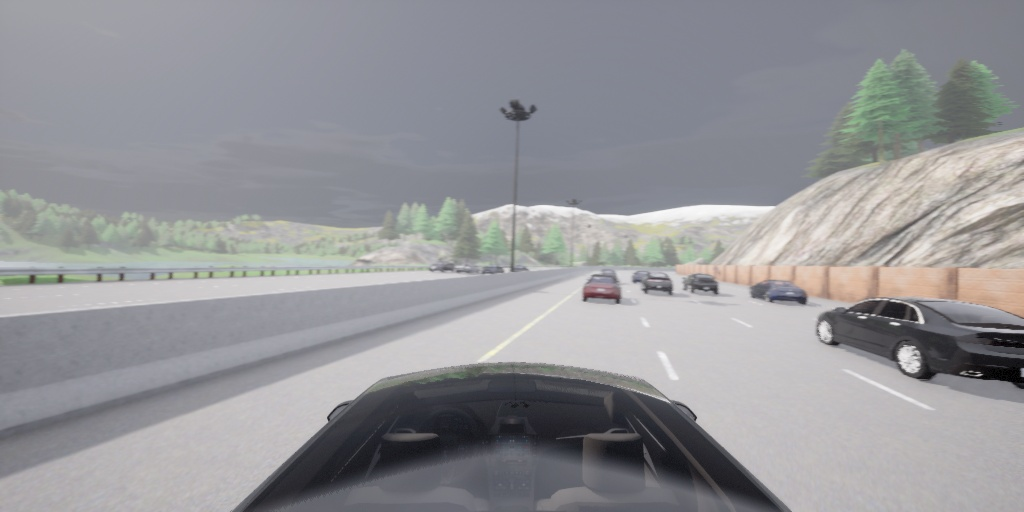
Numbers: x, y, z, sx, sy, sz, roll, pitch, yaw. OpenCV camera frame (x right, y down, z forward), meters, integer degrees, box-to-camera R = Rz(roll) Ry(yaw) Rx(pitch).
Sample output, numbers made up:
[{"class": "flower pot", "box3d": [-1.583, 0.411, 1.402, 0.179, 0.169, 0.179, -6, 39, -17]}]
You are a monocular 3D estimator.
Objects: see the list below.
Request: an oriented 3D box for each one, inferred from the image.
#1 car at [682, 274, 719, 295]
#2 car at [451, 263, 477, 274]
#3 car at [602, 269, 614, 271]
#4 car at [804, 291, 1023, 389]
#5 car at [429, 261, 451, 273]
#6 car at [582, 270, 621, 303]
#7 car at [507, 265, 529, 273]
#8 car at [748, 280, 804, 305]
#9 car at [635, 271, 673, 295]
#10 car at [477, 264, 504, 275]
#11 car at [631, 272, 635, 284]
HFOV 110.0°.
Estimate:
[{"class": "car", "box3d": [14.565, 2.107, 27.888, 1.837, 1.490, 4.892, 2, -1, 16]}, {"class": "car", "box3d": [-5.708, 1.641, 46.537, 1.895, 1.301, 4.718, 2, -1, 16]}, {"class": "car", "box3d": [10.081, 2.090, 37.710, 2.033, 1.411, 5.357, 2, -1, 16]}, {"class": "car", "box3d": [8.909, 1.666, 7.986, 1.837, 1.490, 4.892, 2, -1, 16]}, {"class": "car", "box3d": [-9.155, 1.409, 47.202, 2.128, 1.511, 4.902, 2, -1, 16]}, {"class": "car", "box3d": [5.032, 1.713, 19.943, 1.994, 1.385, 4.181, 2, -1, 16]}, {"class": "car", "box3d": [0.874, 1.829, 44.117, 1.994, 1.385, 4.181, 2, -1, 16]}, {"class": "car", "box3d": [16.750, 2.192, 22.784, 1.994, 1.385, 4.181, 2, -1, 16]}, {"class": "car", "box3d": [10.347, 1.906, 25.836, 2.128, 1.511, 4.902, 2, -1, 16]}, {"class": "car", "box3d": [-2.397, 1.719, 45.396, 1.994, 1.385, 4.181, 2, -1, 16]}, {"class": "car", "box3d": [13.934, 2.264, 38.470, 1.994, 1.385, 4.181, 2, -1, 16]}]
